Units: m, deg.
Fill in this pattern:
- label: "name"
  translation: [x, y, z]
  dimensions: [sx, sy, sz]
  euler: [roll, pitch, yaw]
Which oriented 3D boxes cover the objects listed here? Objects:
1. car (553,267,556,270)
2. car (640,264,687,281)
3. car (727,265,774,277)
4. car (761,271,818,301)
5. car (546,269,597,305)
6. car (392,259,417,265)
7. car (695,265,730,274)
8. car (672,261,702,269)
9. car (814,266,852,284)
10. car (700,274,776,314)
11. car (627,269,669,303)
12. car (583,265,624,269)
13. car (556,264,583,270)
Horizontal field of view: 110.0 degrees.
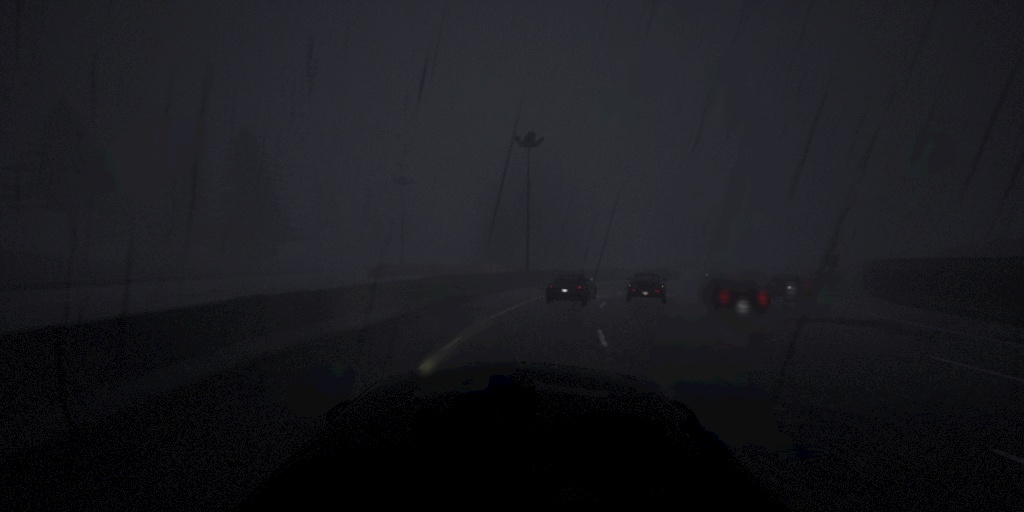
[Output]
- label: "car"
  translation: [8.859, 2.014, 58.698]
  dimensions: [4.902, 1.511, 2.128]
  euler: [1, -1, -34]
- label: "car"
  translation: [15.810, 1.889, 37.242]
  dimensions: [4.902, 1.511, 2.128]
  euler: [1, -1, -42]
- label: "car"
  translation: [22.548, 1.905, 33.765]
  dimensions: [4.892, 1.490, 1.837]
  euler: [-1, -1, -38]
- label: "car"
  translation: [16.351, 1.794, 21.342]
  dimensions: [1.994, 1.385, 4.181]
  euler: [0, -1, 32]
- label: "car"
  translation: [3.067, 1.561, 18.072]
  dimensions: [1.994, 1.385, 4.181]
  euler: [0, -1, 20]
- label: "car"
  translation: [-17.833, 1.725, 59.734]
  dimensions: [1.837, 1.490, 4.892]
  euler: [1, -1, 0]
- label: "car"
  translation: [21.312, 1.966, 37.186]
  dimensions: [4.181, 1.385, 1.994]
  euler: [0, -1, -36]
- label: "car"
  translation: [26.407, 1.805, 56.262]
  dimensions: [5.566, 2.045, 2.150]
  euler: [0, -1, -22]
- label: "car"
  translation: [30.678, 1.960, 34.924]
  dimensions: [4.181, 1.385, 1.994]
  euler: [0, 0, -28]
- label: "car"
  translation: [9.579, 1.665, 15.792]
  dimensions: [1.895, 1.301, 4.718]
  euler: [1, -1, 20]
- label: "car"
  translation: [7.225, 1.596, 19.151]
  dimensions: [1.812, 1.442, 4.674]
  euler: [0, -1, 23]
- label: "car"
  translation: [12.298, 1.952, 48.022]
  dimensions: [4.902, 1.511, 2.128]
  euler: [1, -1, -37]
- label: "car"
  translation: [9.275, 2.054, 54.696]
  dimensions: [4.181, 1.385, 1.994]
  euler: [1, -1, -36]
